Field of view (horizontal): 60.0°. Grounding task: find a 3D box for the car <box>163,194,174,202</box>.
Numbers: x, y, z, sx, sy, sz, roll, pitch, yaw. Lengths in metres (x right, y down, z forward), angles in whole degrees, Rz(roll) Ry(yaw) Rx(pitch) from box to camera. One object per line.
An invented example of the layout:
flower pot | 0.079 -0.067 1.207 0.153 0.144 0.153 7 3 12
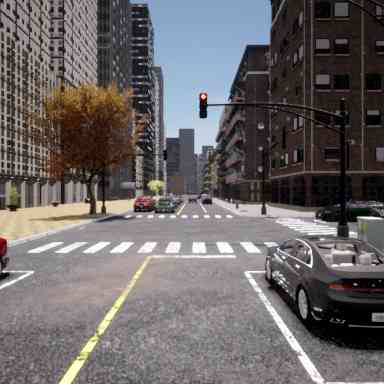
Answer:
car | -5.504 1.386 77.991 2.192 1.841 5.009 0 0 0

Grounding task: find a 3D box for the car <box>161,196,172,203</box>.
car | -5.517 1.627 72.469 1.947 1.339 4.313 0 0 0

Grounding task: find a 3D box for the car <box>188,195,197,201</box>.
car | 0.191 1.462 79.061 2.033 1.411 5.357 0 0 0

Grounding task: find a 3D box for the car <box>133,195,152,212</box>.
car | -5.598 1.336 39.331 2.192 1.841 5.009 0 0 0

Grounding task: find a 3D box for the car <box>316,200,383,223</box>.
car | 10.994 1.397 23.543 4.181 1.385 1.994 -1 0 -3

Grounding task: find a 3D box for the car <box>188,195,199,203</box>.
car | 0.165 1.546 68.638 2.128 1.511 4.902 0 0 0

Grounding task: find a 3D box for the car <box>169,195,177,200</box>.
car | -5.464 1.654 94.560 2.008 1.369 4.403 0 0 0

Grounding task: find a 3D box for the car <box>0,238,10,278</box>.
car | -5.675 1.545 6.943 1.887 1.381 4.507 0 0 0

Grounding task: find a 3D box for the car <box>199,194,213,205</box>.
car | 2.837 1.611 61.402 1.947 1.339 4.313 0 0 0

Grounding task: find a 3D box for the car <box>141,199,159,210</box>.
car | -5.584 1.592 44.854 1.947 1.339 4.313 0 0 0

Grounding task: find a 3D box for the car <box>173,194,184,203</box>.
car | -2.833 1.406 69.326 2.097 1.767 4.553 0 0 0

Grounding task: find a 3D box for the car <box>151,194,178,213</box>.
car | -2.983 1.371 37.013 2.097 1.767 4.553 0 0 -1

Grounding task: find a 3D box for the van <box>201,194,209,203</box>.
van | 2.863 1.402 72.448 1.690 1.788 3.998 0 0 0

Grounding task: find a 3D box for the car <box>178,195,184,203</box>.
car | -2.947 1.531 57.397 2.128 1.511 4.902 0 0 0

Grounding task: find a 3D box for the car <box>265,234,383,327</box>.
car | 2.705 1.551 6.923 2.008 1.369 4.403 0 0 0

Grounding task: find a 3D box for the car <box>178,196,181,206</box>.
car | -2.984 1.630 47.109 1.895 1.301 4.718 0 0 0
